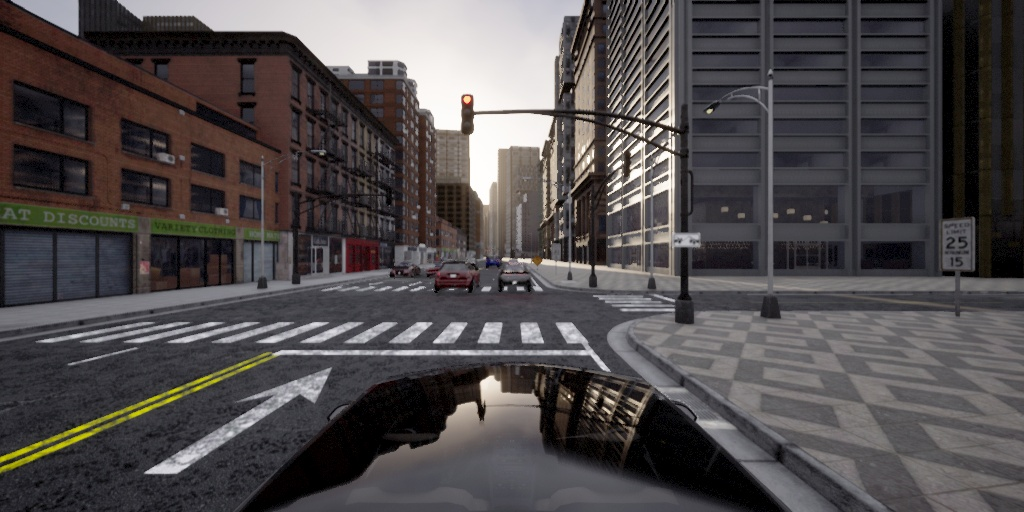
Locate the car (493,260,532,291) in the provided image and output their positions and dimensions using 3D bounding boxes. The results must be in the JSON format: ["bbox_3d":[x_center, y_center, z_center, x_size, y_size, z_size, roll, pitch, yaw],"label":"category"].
[{"bbox_3d":[0.165,1.224,21.756,2.128,1.511,4.902,0,0,0],"label":"car"}]

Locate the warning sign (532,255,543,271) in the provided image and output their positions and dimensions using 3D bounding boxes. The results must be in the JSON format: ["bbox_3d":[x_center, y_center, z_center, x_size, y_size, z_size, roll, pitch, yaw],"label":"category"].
[{"bbox_3d":[2.988,0.817,42.158,1.300,1.860,1.060,0,0,0],"label":"warning sign"}]

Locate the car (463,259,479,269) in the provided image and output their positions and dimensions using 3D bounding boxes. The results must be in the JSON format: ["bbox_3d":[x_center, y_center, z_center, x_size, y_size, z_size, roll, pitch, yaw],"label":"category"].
[{"bbox_3d":[-6.379,1.185,56.121,1.837,1.490,4.892,0,-1,1],"label":"car"}]

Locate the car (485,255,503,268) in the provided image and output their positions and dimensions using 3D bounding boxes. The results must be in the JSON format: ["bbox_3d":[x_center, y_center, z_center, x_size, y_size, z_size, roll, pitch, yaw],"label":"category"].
[{"bbox_3d":[-3.022,0.897,57.557,2.150,2.045,5.566,0,0,1],"label":"car"}]

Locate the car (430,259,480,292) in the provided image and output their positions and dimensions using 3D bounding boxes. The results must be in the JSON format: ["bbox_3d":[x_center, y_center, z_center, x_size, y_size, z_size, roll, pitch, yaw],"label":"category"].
[{"bbox_3d":[-3.089,1.086,21.008,2.097,1.767,4.553,0,0,0],"label":"car"}]

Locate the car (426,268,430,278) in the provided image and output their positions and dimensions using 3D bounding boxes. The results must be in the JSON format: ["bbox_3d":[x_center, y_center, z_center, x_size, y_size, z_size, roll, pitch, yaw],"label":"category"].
[{"bbox_3d":[-6.493,1.318,32.861,1.895,1.301,4.718,0,0,0],"label":"car"}]

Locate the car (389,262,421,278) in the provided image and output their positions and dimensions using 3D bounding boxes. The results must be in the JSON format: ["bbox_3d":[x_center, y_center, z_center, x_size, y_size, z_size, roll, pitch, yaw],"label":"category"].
[{"bbox_3d":[-9.741,1.281,33.030,1.994,1.385,4.181,0,0,0],"label":"car"}]

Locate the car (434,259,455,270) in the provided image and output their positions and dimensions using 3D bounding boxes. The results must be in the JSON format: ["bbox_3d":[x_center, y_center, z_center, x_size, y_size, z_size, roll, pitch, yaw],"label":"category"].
[{"bbox_3d":[-9.662,1.177,51.545,2.128,1.511,4.902,0,0,0],"label":"car"}]
